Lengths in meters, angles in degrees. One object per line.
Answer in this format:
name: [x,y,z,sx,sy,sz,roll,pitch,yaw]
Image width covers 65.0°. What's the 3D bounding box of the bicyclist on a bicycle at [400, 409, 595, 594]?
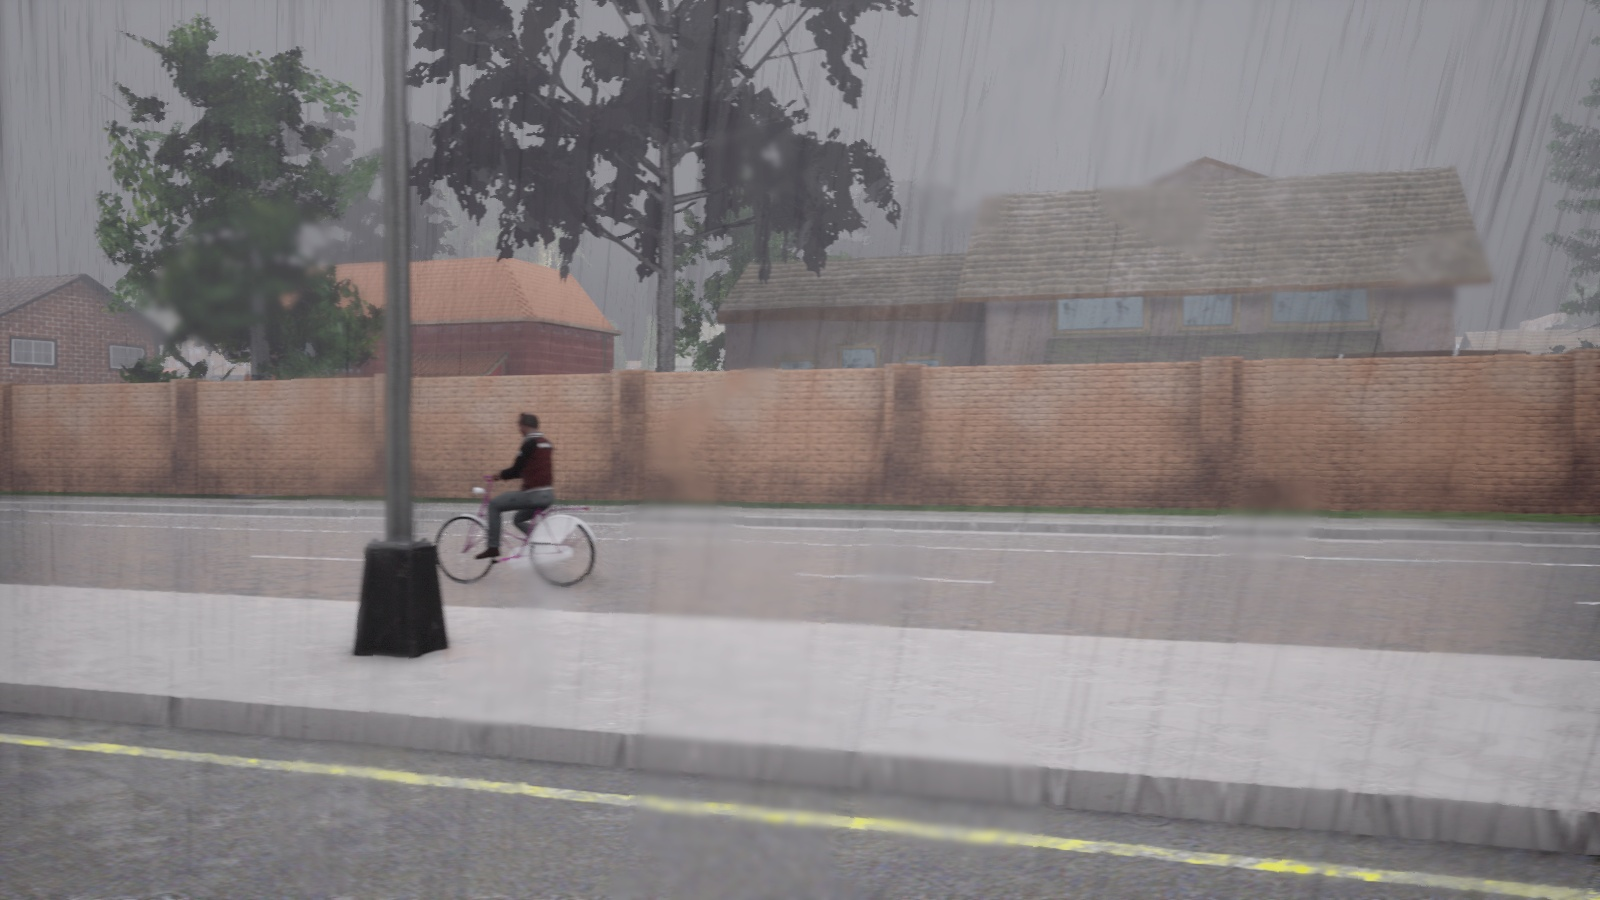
bicyclist on a bicycle: [-3.048,0.483,12.656,1.843,1.776,0.659,1,1,19]
